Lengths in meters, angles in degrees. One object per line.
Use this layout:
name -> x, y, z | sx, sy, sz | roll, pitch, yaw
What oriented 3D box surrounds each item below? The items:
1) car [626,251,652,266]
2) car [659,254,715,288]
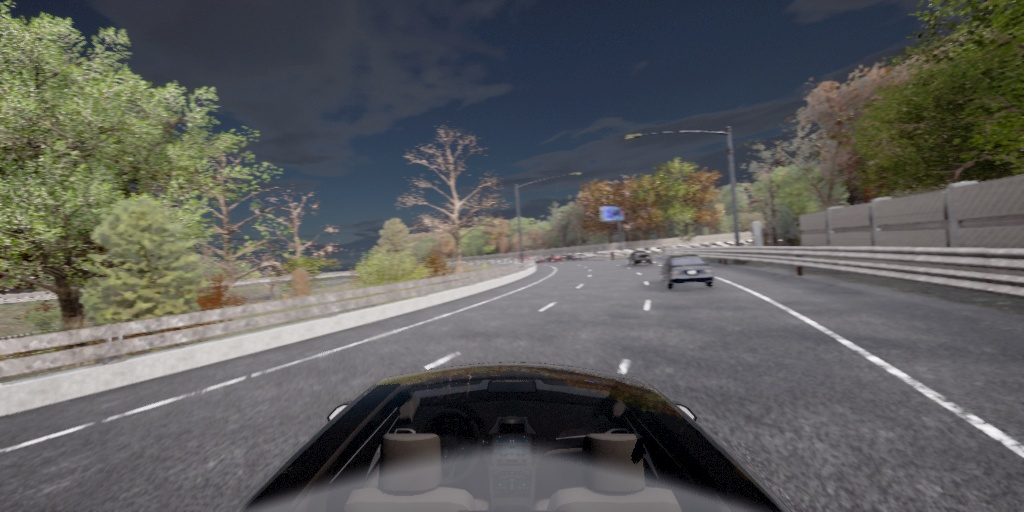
car -> 13.080, 0.262, 36.969 | 1.837, 1.490, 4.892 | -4, 0, 9
car -> 8.127, 0.643, 16.983 | 2.033, 1.411, 5.357 | -5, 0, 19
